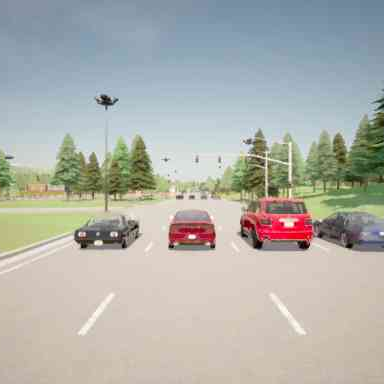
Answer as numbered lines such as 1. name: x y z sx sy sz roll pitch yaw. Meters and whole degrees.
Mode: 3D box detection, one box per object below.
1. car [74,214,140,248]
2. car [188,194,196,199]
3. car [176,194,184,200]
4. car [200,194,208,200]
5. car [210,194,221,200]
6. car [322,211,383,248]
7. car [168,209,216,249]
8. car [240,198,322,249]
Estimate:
1. car: -3.500 1.616 14.680 1.895 1.301 4.718 0 0 0
2. car: 0.000 1.362 93.472 1.882 1.535 5.008 0 0 0
3. car: -3.500 1.362 93.472 1.882 1.535 5.008 0 0 0
4. car: 3.500 1.426 93.888 1.812 1.442 4.674 0 0 0
5. car: 7.000 1.410 93.472 2.128 1.511 4.902 0 0 0
6. car: 7.000 1.563 14.650 2.033 1.411 5.357 0 0 0
7. car: 0.000 1.485 14.650 1.882 1.535 5.008 0 0 0
8. car: 3.500 1.258 14.680 2.150 2.045 5.566 0 0 0
